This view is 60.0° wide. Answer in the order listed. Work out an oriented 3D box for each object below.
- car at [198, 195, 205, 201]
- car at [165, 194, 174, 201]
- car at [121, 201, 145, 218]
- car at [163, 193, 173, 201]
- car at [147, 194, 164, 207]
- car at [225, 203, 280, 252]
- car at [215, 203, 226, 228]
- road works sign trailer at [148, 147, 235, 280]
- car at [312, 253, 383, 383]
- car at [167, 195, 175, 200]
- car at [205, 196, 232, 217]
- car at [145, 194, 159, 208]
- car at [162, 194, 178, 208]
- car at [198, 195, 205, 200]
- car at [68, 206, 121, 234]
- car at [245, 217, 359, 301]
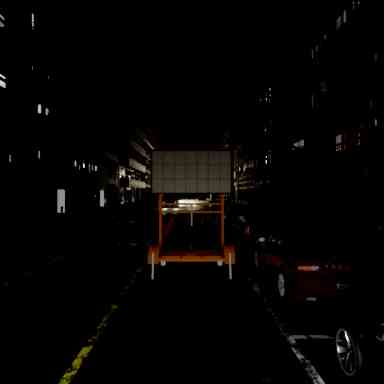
[{"bbox_3d":[2.578,1.494,81.584,1.752,1.417,4.829,0,0,0],"label":"car"},{"bbox_3d":[-5.810,1.405,87.041,1.967,1.590,4.097,0,0,0],"label":"car"},{"bbox_3d":[-5.731,1.519,30.507,1.752,1.417,4.829,0,0,0],"label":"car"},{"bbox_3d":[-5.801,1.283,81.406,2.192,1.841,5.009,0,0,0],"label":"car"},{"bbox_3d":[-5.761,1.299,53.224,2.192,1.841,5.009,0,0,0],"label":"car"},{"bbox_3d":[2.674,1.439,13.777,1.967,1.590,4.097,0,0,0],"label":"car"},{"bbox_3d":[2.666,1.548,19.413,2.008,1.369,4.403,0,0,0],"label":"car"},{"bbox_3d":[-0.013,0.464,9.906,2.380,3.560,2.880,0,0,0],"label":"road works sign trailer"},{"bbox_3d":[2.689,1.566,2.504,1.947,1.339,4.313,0,0,0],"label":"car"},{"bbox_3d":[-5.818,1.506,92.679,1.887,1.381,4.507,0,0,0],"label":"car"},{"bbox_3d":[2.651,1.309,30.686,2.192,1.841,5.009,0,0,0],"label":"car"},{"bbox_3d":[-5.755,1.427,47.588,1.967,1.590,4.097,0,0,0],"label":"car"},{"bbox_3d":[-3.065,1.339,47.015,2.097,1.767,4.553,0,0,0],"label":"car"},{"bbox_3d":[2.563,1.506,92.686,1.887,1.381,4.507,0,0,0],"label":"car"},{"bbox_3d":[-5.715,1.563,19.404,1.947,1.339,4.313,0,0,0],"label":"car"},{"bbox_3d":[2.682,1.544,8.140,1.887,1.381,4.507,0,0,0],"label":"car"}]
